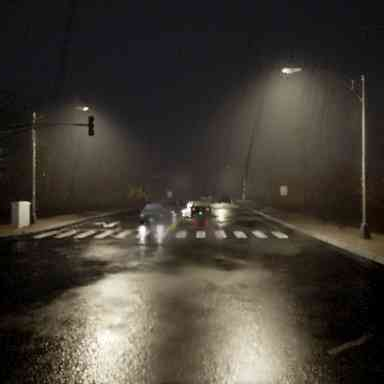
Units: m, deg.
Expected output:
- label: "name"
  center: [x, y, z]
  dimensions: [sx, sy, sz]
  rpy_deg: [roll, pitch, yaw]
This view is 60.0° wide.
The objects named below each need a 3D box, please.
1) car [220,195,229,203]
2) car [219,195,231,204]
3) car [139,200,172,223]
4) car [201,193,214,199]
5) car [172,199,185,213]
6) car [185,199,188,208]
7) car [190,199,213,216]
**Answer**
- label: "car"
  center: [6.847, 1.431, 70.195]
  dimensions: [1.812, 1.442, 4.674]
  rpy_deg: [0, 0, 6]
- label: "car"
  center: [5.921, 1.290, 60.059]
  dimensions: [2.097, 1.767, 4.553]
  rpy_deg: [0, 0, 5]
- label: "car"
  center: [-2.858, 1.555, 25.659]
  dimensions: [2.033, 1.411, 5.357]
  rpy_deg: [0, 0, -2]
- label: "car"
  center: [2.803, 1.168, 61.493]
  dimensions: [2.150, 2.045, 5.566]
  rpy_deg: [0, 1, 6]
- label: "car"
  center: [-2.326, 1.548, 36.754]
  dimensions: [2.033, 1.411, 5.357]
  rpy_deg: [0, 0, 3]
- label: "car"
  center: [-1.702, 1.587, 47.011]
  dimensions: [1.895, 1.301, 4.718]
  rpy_deg: [0, 0, 4]
- label: "car"
  center: [0.882, 1.597, 32.048]
  dimensions: [1.895, 1.301, 4.718]
  rpy_deg: [0, 0, 3]
